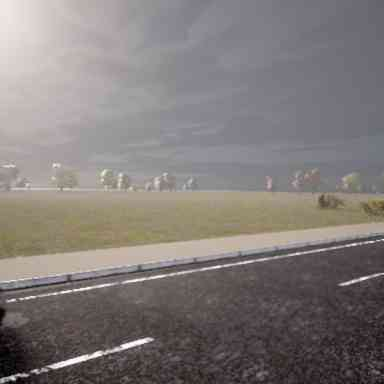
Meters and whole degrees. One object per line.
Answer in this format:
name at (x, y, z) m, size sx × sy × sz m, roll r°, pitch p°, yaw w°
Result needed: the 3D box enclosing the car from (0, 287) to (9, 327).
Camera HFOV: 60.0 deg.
car at (-5.255, 1.536, 3.926) m, size 5.357 × 1.411 × 2.033 m, roll 0°, pitch 0°, yaw -35°
